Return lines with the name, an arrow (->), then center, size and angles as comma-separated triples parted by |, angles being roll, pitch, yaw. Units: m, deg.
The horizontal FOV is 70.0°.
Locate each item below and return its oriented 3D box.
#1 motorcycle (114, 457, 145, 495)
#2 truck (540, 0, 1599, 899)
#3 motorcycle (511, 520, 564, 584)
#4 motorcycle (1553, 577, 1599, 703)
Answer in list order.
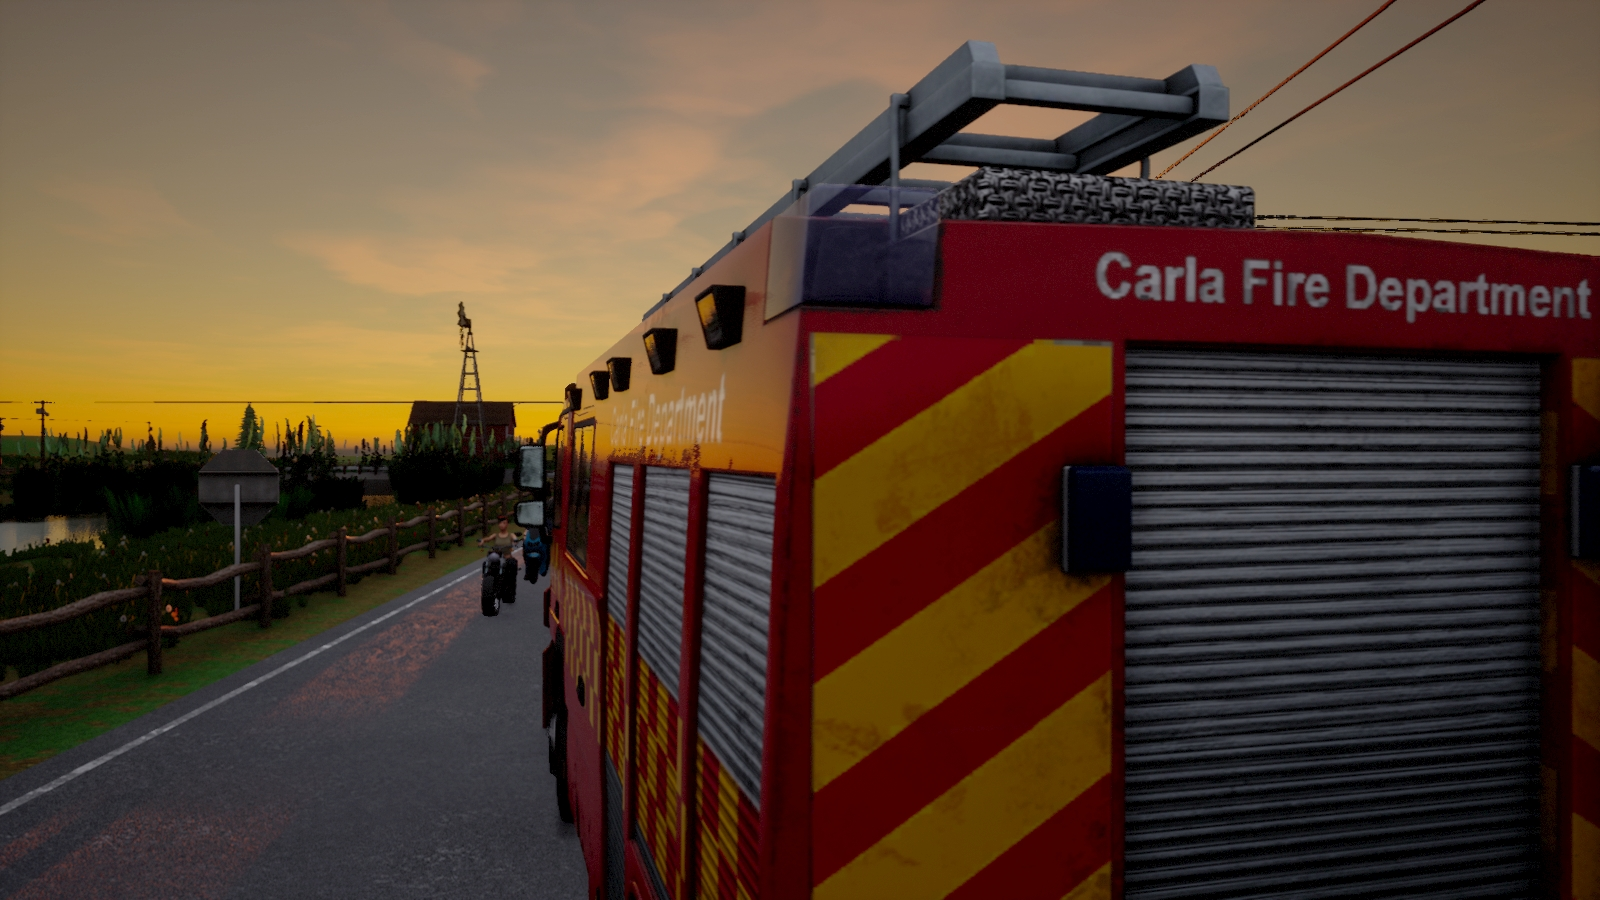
motorcycle -> -41.595, 1.601, 70.891 | 0.803, 2.348, 2.033 | 0, 0, -4
truck -> 0.078, 0.872, 7.081 | 2.891, 3.827, 8.468 | 0, 0, -16
motorcycle -> -5.613, 2.160, 24.555 | 0.803, 1.199, 2.033 | 0, 0, -4
motorcycle -> 9.731, 2.148, 13.019 | 1.805, 1.316, 0.856 | 0, 0, -7
